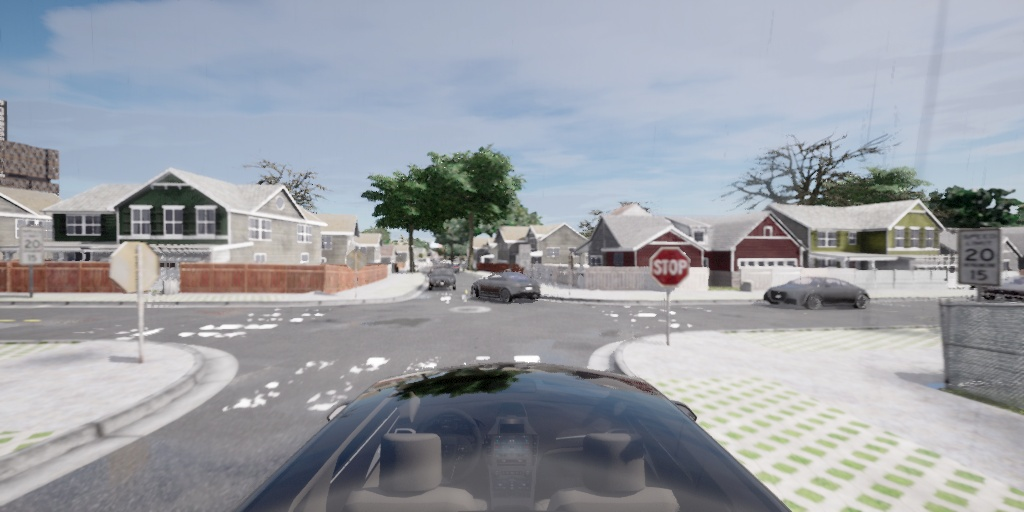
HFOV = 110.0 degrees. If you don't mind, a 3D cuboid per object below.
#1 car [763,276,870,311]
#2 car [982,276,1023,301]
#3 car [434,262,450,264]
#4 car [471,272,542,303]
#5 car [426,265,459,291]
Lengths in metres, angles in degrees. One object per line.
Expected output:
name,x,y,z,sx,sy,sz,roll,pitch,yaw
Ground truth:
car,13.897,1.648,16.445,4.181,1.385,1.994,1,0,-11
car,28.442,1.827,19.663,5.357,1.411,2.033,1,0,-15
car,-9.121,1.684,45.063,2.097,1.767,4.553,0,-1,-16
car,-0.377,1.527,18.451,1.994,1.385,4.181,0,-1,-37
car,-4.881,1.575,25.415,1.837,1.490,4.892,0,-1,-9
